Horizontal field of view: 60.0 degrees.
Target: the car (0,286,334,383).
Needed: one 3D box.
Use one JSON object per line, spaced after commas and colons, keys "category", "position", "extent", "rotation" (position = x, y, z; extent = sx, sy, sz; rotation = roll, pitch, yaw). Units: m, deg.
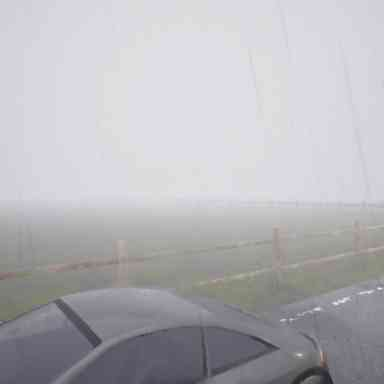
{"category": "car", "position": [-0.777, 1.564, 2.508], "extent": [4.181, 1.385, 1.994], "rotation": [0, 0, -35]}
